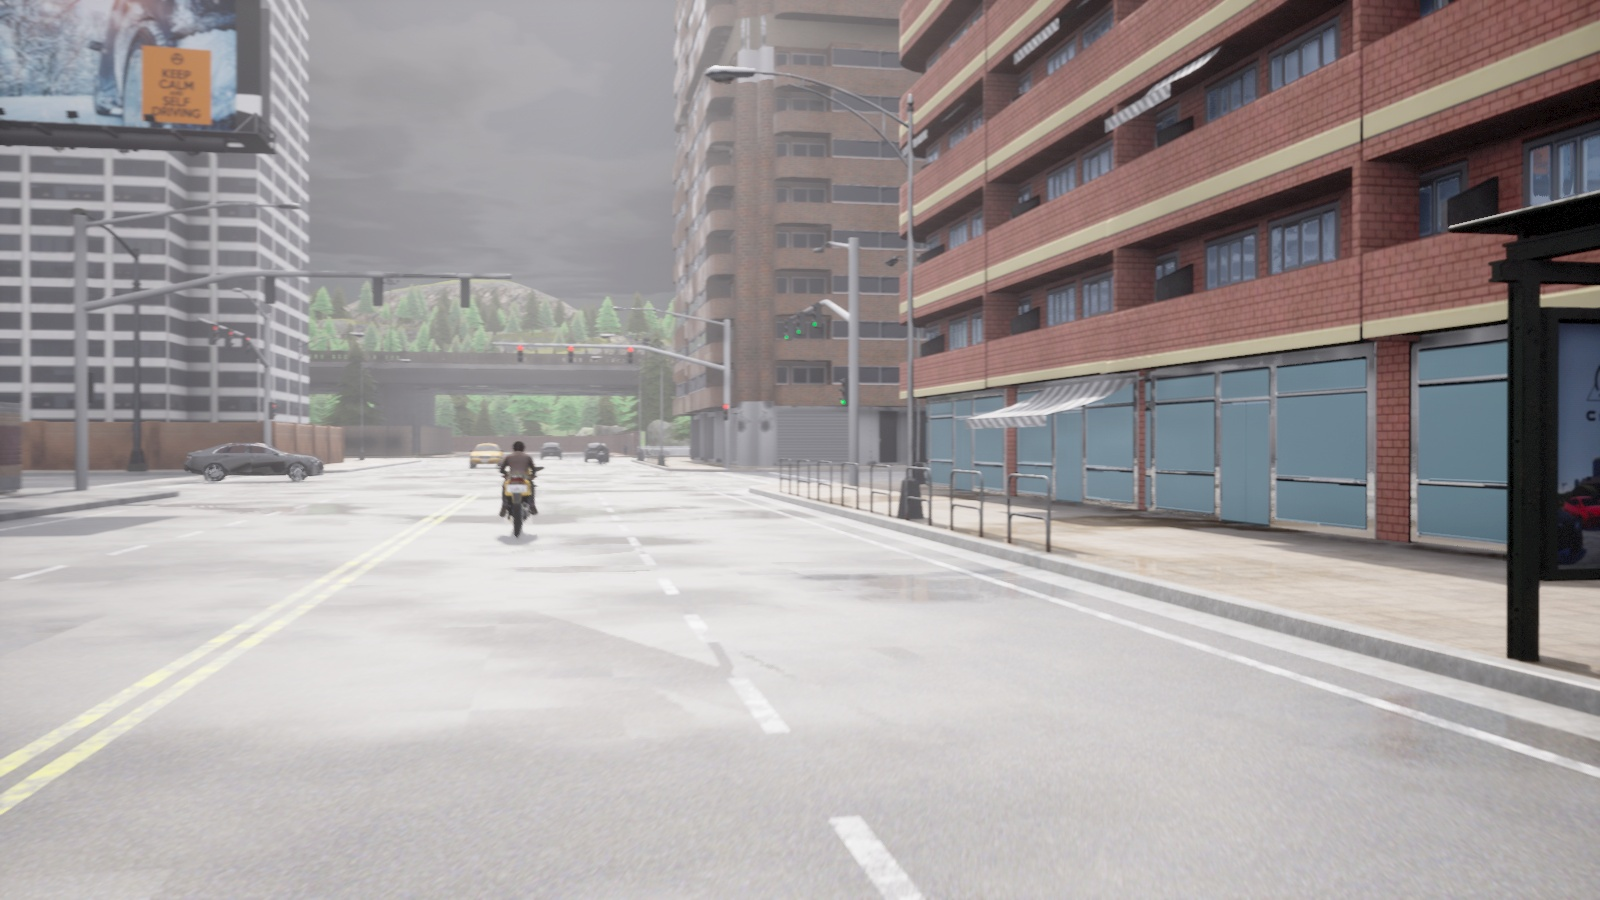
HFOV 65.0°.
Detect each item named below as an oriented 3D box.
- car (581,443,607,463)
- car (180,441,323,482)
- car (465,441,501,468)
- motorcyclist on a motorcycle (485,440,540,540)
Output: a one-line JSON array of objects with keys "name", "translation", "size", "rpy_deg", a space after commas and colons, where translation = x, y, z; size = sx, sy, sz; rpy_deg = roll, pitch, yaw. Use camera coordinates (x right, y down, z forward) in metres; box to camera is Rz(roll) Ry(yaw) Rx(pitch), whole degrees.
[{"name": "car", "translation": [-15.830, 0.174, 96.287], "size": [1.837, 1.490, 4.892], "rpy_deg": [0, 0, -11]}, {"name": "car", "translation": [-20.811, 0.401, 47.773], "size": [4.902, 1.511, 2.128], "rpy_deg": [0, 0, -23]}, {"name": "car", "translation": [-18.625, 0.234, 73.983], "size": [1.801, 1.575, 5.366], "rpy_deg": [0, 0, -11]}, {"name": "motorcyclist on a motorcycle", "translation": [-4.617, 0.605, 20.291], "size": [0.797, 1.523, 2.044], "rpy_deg": [0, 0, -11]}]
